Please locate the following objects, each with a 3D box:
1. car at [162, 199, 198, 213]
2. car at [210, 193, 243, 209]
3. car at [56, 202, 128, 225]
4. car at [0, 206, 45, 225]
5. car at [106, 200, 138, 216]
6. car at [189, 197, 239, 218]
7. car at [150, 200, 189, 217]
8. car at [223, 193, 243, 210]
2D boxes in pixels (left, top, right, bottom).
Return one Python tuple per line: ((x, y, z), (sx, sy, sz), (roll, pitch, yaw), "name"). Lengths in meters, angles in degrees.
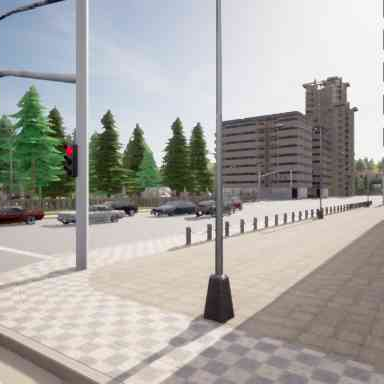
((-1.331, 1.564, 37.941), (1.994, 1.385, 4.181), (0, 0, 35), "car")
((4.927, 1.221, 46.638), (2.150, 2.045, 5.566), (0, 0, 36), "car")
((-7.149, 1.601, 23.759), (1.895, 1.301, 4.718), (0, 0, 36), "car")
((-12.575, 1.601, 22.261), (1.895, 1.301, 4.718), (0, 0, 37), "car")
((-7.084, 1.478, 29.877), (1.882, 1.535, 5.008), (0, 0, 36), "car")
((2.113, 1.505, 30.369), (1.837, 1.490, 4.892), (0, 0, 36), "car")
((-1.541, 1.547, 31.613), (2.033, 1.411, 5.357), (0, 0, 36), "car")
((4.273, 1.352, 39.744), (2.097, 1.767, 4.553), (0, 0, 36), "car")
